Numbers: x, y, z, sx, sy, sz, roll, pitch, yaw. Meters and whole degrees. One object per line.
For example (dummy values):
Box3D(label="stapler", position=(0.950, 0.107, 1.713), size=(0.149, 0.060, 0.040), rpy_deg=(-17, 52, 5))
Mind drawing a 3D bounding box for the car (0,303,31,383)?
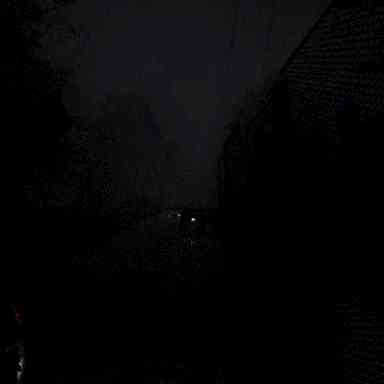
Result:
Box3D(label="car", position=(-2.851, 1.567, 2.134), size=(1.994, 1.385, 4.181), rpy_deg=(0, 0, 0))

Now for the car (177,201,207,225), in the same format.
Box3D(label="car", position=(0.094, 1.681, 25.492), size=(1.837, 1.490, 4.892), rpy_deg=(0, -1, 0))

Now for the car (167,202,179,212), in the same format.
Box3D(label="car", position=(-2.225, 2.070, 45.583), size=(1.994, 1.385, 4.181), rpy_deg=(0, -1, 4))

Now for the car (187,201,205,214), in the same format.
Box3D(label="car", position=(0.565, 1.954, 43.009), size=(2.128, 1.511, 4.902), rpy_deg=(0, -1, 3))
